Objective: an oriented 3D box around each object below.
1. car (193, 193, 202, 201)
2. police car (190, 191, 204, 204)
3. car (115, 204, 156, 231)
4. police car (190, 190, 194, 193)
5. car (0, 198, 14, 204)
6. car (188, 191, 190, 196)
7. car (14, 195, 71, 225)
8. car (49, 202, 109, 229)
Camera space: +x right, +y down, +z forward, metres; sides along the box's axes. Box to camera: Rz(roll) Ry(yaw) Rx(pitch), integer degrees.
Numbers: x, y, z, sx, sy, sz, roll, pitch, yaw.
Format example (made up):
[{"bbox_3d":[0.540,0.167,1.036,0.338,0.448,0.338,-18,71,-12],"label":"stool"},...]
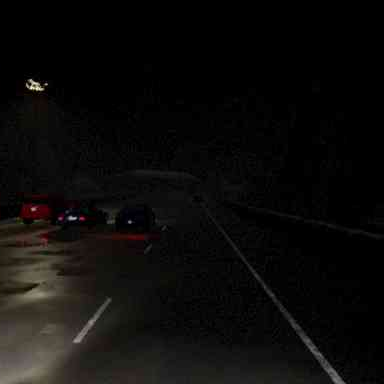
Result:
[{"bbox_3d":[1.060,1.002,66.413,1.812,1.442,4.674,0,1,0],"label":"car"},{"bbox_3d":[1.059,1.081,56.513,1.930,1.638,5.238,0,1,0],"label":"police car"},{"bbox_3d":[-3.396,1.488,20.645,1.882,1.535,5.008,0,0,0],"label":"car"},{"bbox_3d":[1.061,0.777,72.527,1.930,1.638,5.238,0,1,0],"label":"police car"},{"bbox_3d":[-24.573,1.427,44.663,1.895,1.301,4.718,0,1,0],"label":"car"},{"bbox_3d":[0.016,0.235,89.212,2.097,1.767,4.553,0,1,0],"label":"car"},{"bbox_3d":[-10.384,1.216,24.513,2.150,2.045,5.566,0,0,0],"label":"car"},{"bbox_3d":[-6.897,1.555,21.452,2.033,1.411,5.357,0,0,0],"label":"car"}]
